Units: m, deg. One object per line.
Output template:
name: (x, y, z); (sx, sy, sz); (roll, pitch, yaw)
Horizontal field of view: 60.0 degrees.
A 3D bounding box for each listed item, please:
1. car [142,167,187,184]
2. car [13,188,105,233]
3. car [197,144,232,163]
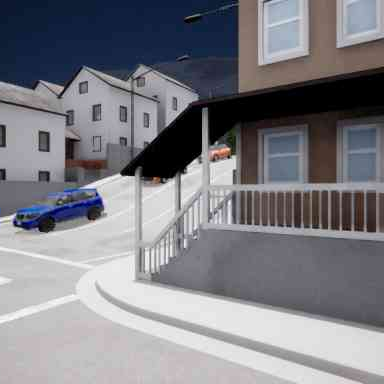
car: (-2.443, -1.995, 28.692); (2.097, 1.767, 4.553); (0, 18, 35)
car: (-8.002, 1.028, 20.526); (2.150, 2.045, 5.566); (0, 7, 34)
car: (2.378, -4.222, 35.660); (2.097, 1.767, 4.553); (0, 11, 35)
